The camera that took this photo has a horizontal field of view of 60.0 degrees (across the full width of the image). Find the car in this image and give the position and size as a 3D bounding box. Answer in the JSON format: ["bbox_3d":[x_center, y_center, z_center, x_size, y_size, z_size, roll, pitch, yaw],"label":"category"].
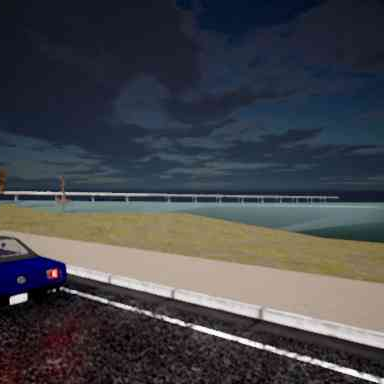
[{"bbox_3d":[-4.854,1.588,7.143,4.718,1.301,1.895,0,0,35],"label":"car"}]
